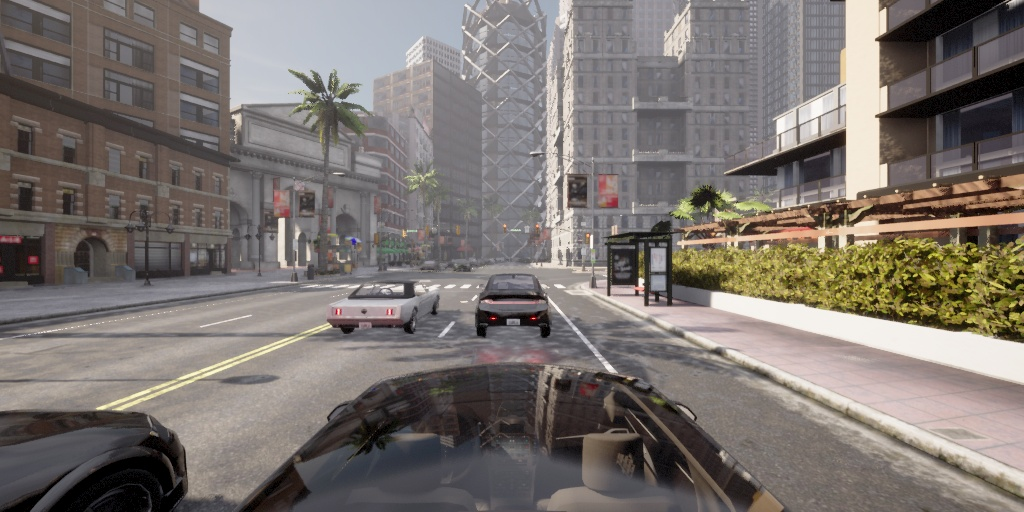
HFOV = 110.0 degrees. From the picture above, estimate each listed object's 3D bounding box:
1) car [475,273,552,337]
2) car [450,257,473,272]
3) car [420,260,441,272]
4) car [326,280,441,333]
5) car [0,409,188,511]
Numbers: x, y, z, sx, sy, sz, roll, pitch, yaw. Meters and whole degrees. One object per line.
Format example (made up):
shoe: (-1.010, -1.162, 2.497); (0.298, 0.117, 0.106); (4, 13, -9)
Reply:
car: (0.042, 1.242, 10.329); (2.128, 1.511, 4.902); (0, 0, 0)
car: (-6.472, 1.102, 45.729); (2.097, 1.767, 4.553); (0, 0, -10)
car: (-10.696, 1.297, 47.376); (2.033, 1.411, 5.357); (0, 0, 0)
car: (-3.457, 1.351, 10.708); (1.895, 1.301, 4.718); (0, 0, 0)
car: (-3.392, 1.314, 0.889); (1.994, 1.385, 4.181); (0, 0, 0)
